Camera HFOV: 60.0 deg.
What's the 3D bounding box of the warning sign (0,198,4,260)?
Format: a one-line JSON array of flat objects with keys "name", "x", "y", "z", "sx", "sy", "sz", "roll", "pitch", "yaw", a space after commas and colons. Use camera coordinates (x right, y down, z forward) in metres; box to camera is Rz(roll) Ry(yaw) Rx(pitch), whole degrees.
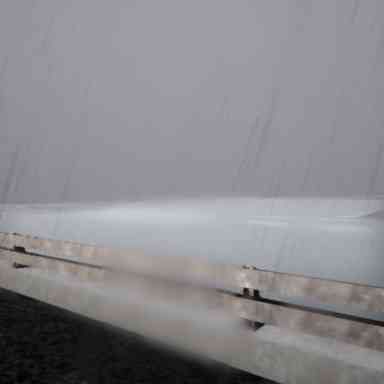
[{"name": "warning sign", "x": -6.541, "y": 1.137, "z": 9.857, "sx": 1.060, "sy": 1.860, "sz": 1.300, "roll": -1, "pitch": 0, "yaw": 36}]
